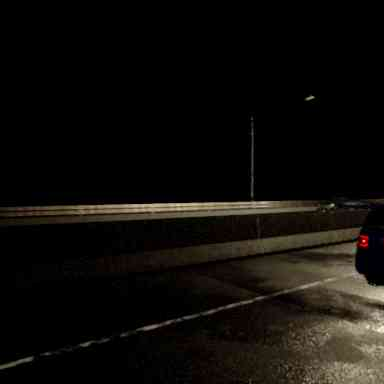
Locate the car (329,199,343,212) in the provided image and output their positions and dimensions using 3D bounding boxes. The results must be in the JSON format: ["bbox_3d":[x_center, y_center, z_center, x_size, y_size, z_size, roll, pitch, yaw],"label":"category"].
[{"bbox_3d":[15.731,1.625,32.414,4.181,1.385,1.994,0,0,-35],"label":"car"}]

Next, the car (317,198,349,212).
[{"bbox_3d":[15.890,1.417,36.813,4.553,1.767,2.097,0,0,-35],"label":"car"}]

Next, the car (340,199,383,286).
[{"bbox_3d":[6.295,1.243,8.248,5.566,2.045,2.150,0,0,-35],"label":"car"}]
